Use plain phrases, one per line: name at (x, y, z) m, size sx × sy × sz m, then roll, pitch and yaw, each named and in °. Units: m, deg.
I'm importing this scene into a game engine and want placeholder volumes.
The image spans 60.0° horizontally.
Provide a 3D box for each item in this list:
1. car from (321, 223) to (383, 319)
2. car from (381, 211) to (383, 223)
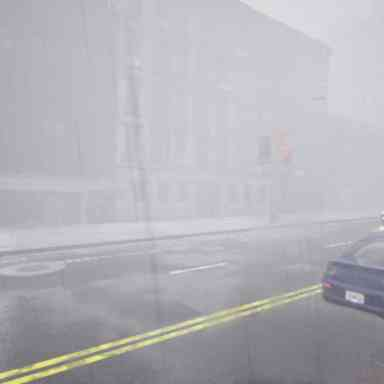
car at (4.457, 1.493, 6.619) m, size 4.674 × 1.442 × 1.812 m, roll 0°, pitch 0°, yaw -35°
car at (14.502, 1.271, 22.007) m, size 4.553 × 1.767 × 2.097 m, roll 0°, pitch 0°, yaw -35°
